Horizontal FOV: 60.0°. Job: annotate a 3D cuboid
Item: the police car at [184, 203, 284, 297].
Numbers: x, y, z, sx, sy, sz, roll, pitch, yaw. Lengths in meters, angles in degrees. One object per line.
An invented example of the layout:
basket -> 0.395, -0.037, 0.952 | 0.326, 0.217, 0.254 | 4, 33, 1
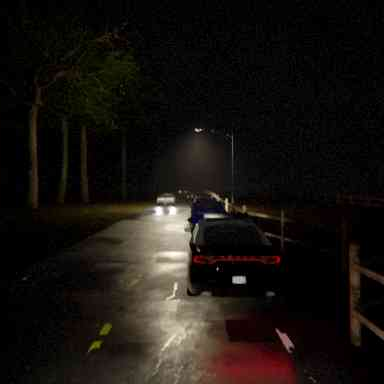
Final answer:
police car -> 0.838, 1.308, 8.464 | 1.930, 1.638, 5.238 | 0, 1, 0

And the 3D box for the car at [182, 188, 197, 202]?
car -> 0.085, 0.596, 44.989 | 2.033, 1.411, 5.357 | 0, 1, 1

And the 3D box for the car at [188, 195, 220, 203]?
car -> 0.851, 1.174, 18.355 | 1.882, 1.535, 5.008 | 0, 1, 0

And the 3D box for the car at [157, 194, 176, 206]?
car -> -2.797, 0.857, 36.799 | 1.895, 1.301, 4.718 | 0, 1, 0

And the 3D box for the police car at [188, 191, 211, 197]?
police car -> 0.860, 0.981, 24.465 | 1.930, 1.638, 5.238 | 0, 1, 0
